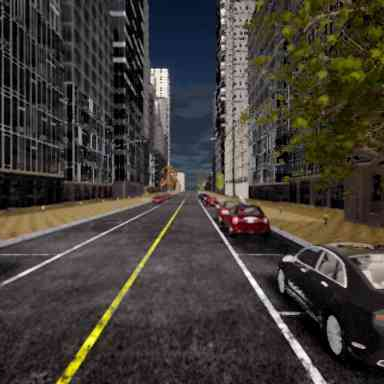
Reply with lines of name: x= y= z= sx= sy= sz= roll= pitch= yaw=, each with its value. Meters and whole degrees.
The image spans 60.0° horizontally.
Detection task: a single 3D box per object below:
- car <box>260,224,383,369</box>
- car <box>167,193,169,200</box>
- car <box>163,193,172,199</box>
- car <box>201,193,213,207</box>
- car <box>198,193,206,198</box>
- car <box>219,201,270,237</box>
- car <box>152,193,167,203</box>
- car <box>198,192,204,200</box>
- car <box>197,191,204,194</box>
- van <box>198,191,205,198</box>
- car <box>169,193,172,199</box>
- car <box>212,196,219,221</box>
car: x=2.684 y=1.514 z=5.649 sx=2.008 sy=1.369 sz=4.403 roll=0 pitch=0 yaw=0
car: x=-5.768 y=1.127 z=62.569 sx=1.802 sy=1.307 sz=4.206 roll=0 pitch=0 yaw=0
car: x=-5.789 y=0.969 z=79.646 sx=1.947 sy=1.339 sz=4.313 roll=0 pitch=0 yaw=0
car: x=2.634 y=1.224 z=45.496 sx=1.887 sy=1.381 sz=4.507 roll=0 pitch=0 yaw=0
car: x=2.585 y=0.920 z=85.340 sx=1.947 sy=1.339 sz=4.313 roll=0 pitch=0 yaw=0
car: x=2.670 y=1.325 z=17.033 sx=1.967 sy=1.590 sz=4.097 roll=0 pitch=0 yaw=0
car: x=-5.760 y=1.135 z=56.876 sx=1.887 sy=1.381 sz=4.507 roll=0 pitch=0 yaw=0
car: x=2.613 y=1.110 z=62.572 sx=1.947 sy=1.339 sz=4.313 roll=0 pitch=0 yaw=0
car: x=2.599 y=1.016 z=73.956 sx=1.947 sy=1.339 sz=4.313 roll=0 pitch=0 yaw=0
van: x=2.578 y=0.646 z=91.032 sx=1.690 sy=1.788 sz=3.998 roll=0 pitch=1 yaw=0
car: x=-5.782 y=0.996 z=73.953 sx=1.887 sy=1.381 sz=4.507 roll=0 pitch=0 yaw=0
car: x=2.662 y=1.285 z=22.725 sx=1.967 sy=1.590 sz=4.097 roll=0 pitch=0 yaw=0
